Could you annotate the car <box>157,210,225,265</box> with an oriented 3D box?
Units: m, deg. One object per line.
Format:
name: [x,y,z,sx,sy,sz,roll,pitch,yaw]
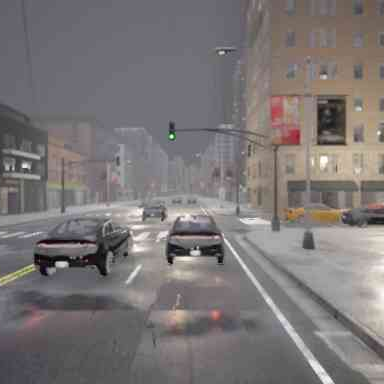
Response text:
car: [0.103,1.562,12.044,2.128,1.511,4.902,0,0,0]

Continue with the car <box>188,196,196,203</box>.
car: [-0.035,1.823,82.853,1.882,1.535,5.008,0,0,0]

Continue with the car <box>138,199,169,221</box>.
car: [-3.159,1.662,29.071,2.128,1.511,4.902,0,0,0]

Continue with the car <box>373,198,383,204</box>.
car: [18.084,1.475,30.537,5.009,1.841,2.192,0,0,0]

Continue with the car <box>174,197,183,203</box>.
car: [-3.285,1.898,82.851,1.994,1.385,4.181,0,0,0]

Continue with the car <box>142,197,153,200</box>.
car: [-6.600,1.647,48.940,2.097,1.767,4.553,0,0,0]

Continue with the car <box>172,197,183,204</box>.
car: [-3.281,1.794,72.785,2.097,1.767,4.553,0,0,0]

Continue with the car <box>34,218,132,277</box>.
car: [-3.154,1.553,10.488,2.128,1.511,4.902,0,0,0]

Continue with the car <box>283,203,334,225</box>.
car: [9.496,1.632,25.281,5.008,1.535,1.882,0,-1,-2]

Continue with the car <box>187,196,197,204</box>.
car: [-0.031,1.796,72.819,2.097,1.767,4.553,0,0,0]

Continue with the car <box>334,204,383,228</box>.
car: [12.389,1.717,22.535,4.313,1.339,1.947,0,0,0]

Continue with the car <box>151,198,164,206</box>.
car: [-6.551,1.955,64.026,1.994,1.385,4.181,0,0,0]
